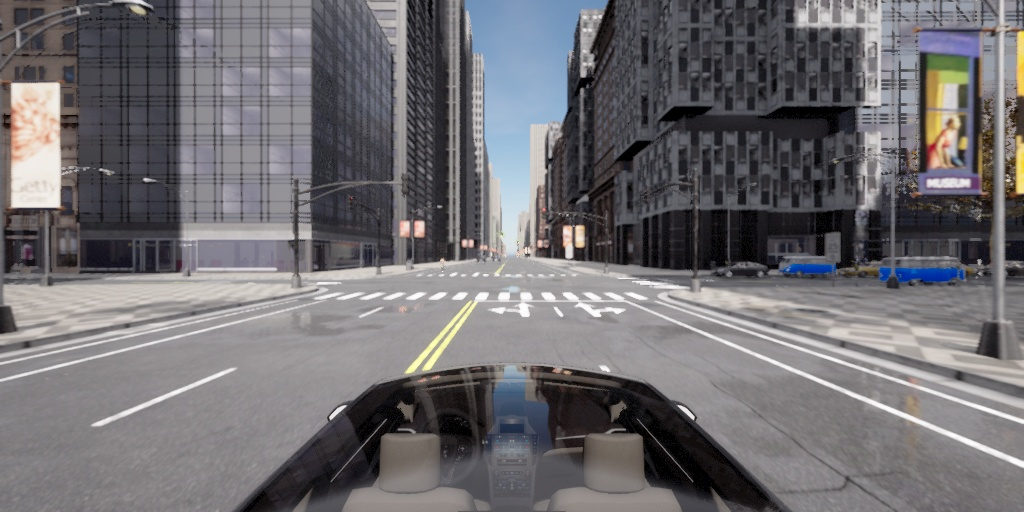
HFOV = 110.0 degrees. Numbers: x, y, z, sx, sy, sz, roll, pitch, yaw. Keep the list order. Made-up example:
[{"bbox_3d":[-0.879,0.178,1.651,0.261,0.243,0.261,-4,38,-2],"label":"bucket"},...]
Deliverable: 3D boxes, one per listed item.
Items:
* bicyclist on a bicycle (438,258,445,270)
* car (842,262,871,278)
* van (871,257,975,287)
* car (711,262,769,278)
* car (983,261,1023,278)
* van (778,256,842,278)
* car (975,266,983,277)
[{"bbox_3d":[-8.803,0.999,45.087,0.866,1.612,1.509,0,0,0],"label":"bicyclist on a bicycle"},{"bbox_3d":[30.189,1.086,30.143,4.829,1.417,1.751,0,0,0],"label":"car"},{"bbox_3d":[24.708,0.941,21.641,3.998,1.789,1.690,0,0,0],"label":"van"},{"bbox_3d":[19.123,1.133,30.189,4.403,1.370,2.007,0,0,0],"label":"car"},{"bbox_3d":[41.596,1.091,30.096,4.403,1.370,2.007,0,0,0],"label":"car"},{"bbox_3d":[24.741,0.912,30.166,3.998,1.789,1.690,0,0,0],"label":"van"},{"bbox_3d":[35.808,1.076,30.120,4.829,1.417,1.751,0,0,0],"label":"car"}]
